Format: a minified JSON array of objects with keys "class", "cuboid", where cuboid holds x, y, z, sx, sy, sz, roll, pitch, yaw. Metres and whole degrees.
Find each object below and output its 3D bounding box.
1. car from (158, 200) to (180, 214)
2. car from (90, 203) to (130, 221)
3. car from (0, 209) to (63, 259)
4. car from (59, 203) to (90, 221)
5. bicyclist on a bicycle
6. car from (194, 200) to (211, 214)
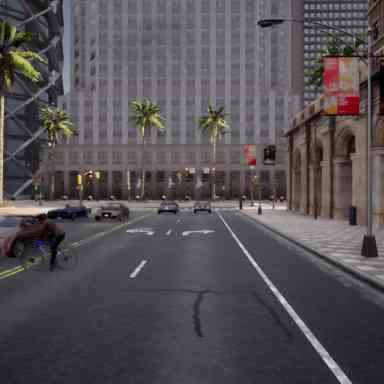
[{"class":"car","cuboid":[-2.425,1.564,34.956,1.994,1.385,4.181,0,0,2]},{"class":"car","cuboid":[-6.271,1.564,26.648,1.994,1.385,4.181,0,0,2]},{"class":"car","cuboid":[-6.823,1.564,12.535,1.994,1.385,4.181,0,0,2]},{"class":"car","cuboid":[-9.765,1.601,26.863,1.895,1.301,4.718,0,0,2]},{"class":"bicyclist on a bicycle","cuboid":[-4.076,1.455,9.437,1.656,1.620,0.582,-2,0,1]},{"class":"car","cuboid":[1.147,1.547,35.989,2.033,1.411,5.357,0,0,2]}]
